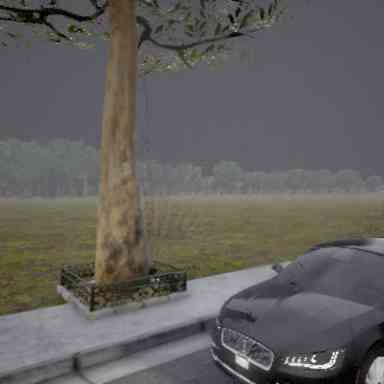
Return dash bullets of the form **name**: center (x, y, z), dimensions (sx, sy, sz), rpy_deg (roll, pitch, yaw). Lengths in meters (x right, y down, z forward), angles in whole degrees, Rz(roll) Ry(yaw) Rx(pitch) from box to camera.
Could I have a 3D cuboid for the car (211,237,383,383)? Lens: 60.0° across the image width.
- **car**: center (2.494, 1.493, 4.838), dimensions (4.892, 1.490, 1.837), rpy_deg (0, 0, -35)
